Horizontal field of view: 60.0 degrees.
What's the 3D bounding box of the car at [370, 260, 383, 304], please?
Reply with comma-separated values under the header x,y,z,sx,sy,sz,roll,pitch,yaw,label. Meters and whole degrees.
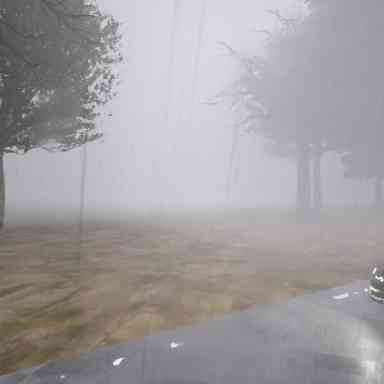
x,y,z,sx,sy,sz,roll,pitch,yaw,label
5.673,1.495,6.795,4.892,1.490,1.837,0,0,-31,car
